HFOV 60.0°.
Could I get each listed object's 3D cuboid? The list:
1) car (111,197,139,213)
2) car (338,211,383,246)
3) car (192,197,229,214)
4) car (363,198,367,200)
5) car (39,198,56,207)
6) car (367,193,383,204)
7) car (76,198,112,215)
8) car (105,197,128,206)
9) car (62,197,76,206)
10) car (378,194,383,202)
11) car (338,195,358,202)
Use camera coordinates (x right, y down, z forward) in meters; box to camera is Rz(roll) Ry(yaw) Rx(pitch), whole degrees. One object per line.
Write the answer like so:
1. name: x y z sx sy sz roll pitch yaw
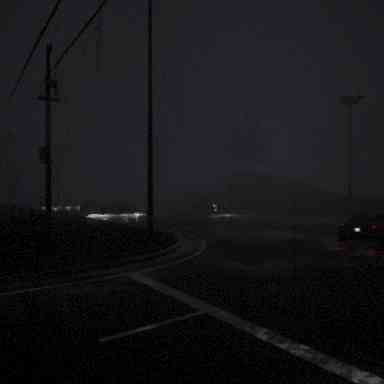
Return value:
1. car: -7.618 1.606 37.335 1.994 1.385 4.181 0 0 -35
2. car: 8.513 1.566 15.474 4.181 1.385 1.994 0 0 -42
3. car: 1.910 1.381 35.901 2.097 1.767 4.553 0 0 -35
4. car: 39.815 1.549 72.674 1.895 1.301 4.718 0 0 -17
5. car: -23.609 1.678 54.338 1.895 1.301 4.718 0 0 -35
6. car: 37.379 1.231 65.079 2.150 2.045 5.566 0 0 -2
7. car: -10.480 1.608 35.320 1.994 1.385 4.181 0 0 -35
8. car: -13.232 1.614 57.757 2.033 1.411 5.357 0 0 -34
9. car: -20.436 1.552 55.897 1.882 1.535 5.008 0 0 -35
10. car: 43.354 1.295 72.905 2.097 1.767 4.553 0 0 -13
11. car: 35.349 1.493 75.550 1.882 1.535 5.008 0 0 -20
